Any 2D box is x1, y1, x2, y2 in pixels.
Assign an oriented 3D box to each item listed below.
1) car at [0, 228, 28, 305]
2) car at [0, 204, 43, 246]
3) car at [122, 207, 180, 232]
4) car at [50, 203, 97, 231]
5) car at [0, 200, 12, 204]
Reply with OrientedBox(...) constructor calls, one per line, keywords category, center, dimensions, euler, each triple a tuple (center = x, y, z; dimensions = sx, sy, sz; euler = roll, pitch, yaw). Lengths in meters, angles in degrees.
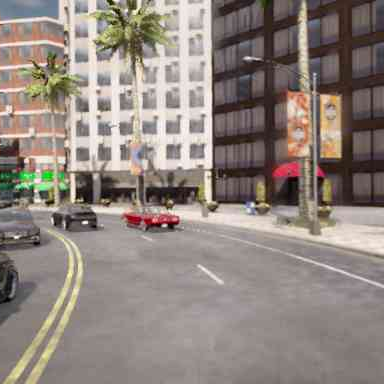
OrientedBox(category="car", center=(-4.382, 1.581, 5.321), dimensions=(1.994, 1.385, 4.181), euler=(-1, 0, -11))
OrientedBox(category="car", center=(-7.929, 1.514, 14.876), dimensions=(1.837, 1.490, 4.892), euler=(-1, 0, -30))
OrientedBox(category="car", center=(-2.648, 1.543, 20.025), dimensions=(1.895, 1.301, 4.718), euler=(-1, 0, -31))
OrientedBox(category="car", center=(-7.423, 1.486, 20.733), dimensions=(1.837, 1.490, 4.892), euler=(0, 0, -36))
OrientedBox(category="car", center=(-21.786, 1.568, 36.959), dimensions=(4.674, 1.442, 1.812), euler=(0, 0, 27))
